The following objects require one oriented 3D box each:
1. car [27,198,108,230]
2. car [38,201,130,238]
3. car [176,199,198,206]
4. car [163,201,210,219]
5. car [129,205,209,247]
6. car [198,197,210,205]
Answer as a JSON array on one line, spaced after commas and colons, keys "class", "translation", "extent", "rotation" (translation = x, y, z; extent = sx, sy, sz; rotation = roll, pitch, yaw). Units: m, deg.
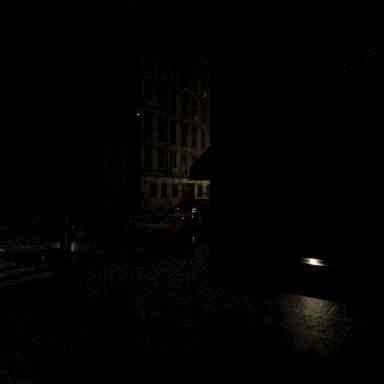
[{"class": "car", "translation": [-7.001, 1.282, 19.718], "extent": [2.192, 1.841, 5.009], "rotation": [0, 0, 36]}, {"class": "car", "translation": [-5.229, 1.457, 17.827], "extent": [1.882, 1.535, 5.008], "rotation": [0, 0, 34]}, {"class": "car", "translation": [0.605, 1.321, 25.996], "extent": [2.097, 1.767, 4.553], "rotation": [0, 0, 35]}, {"class": "car", "translation": [-0.402, 1.521, 28.961], "extent": [1.947, 1.339, 4.313], "rotation": [0, 0, 36]}, {"class": "car", "translation": [-0.378, 1.530, 15.185], "extent": [1.752, 1.417, 4.829], "rotation": [0, 0, 36]}, {"class": "car", "translation": [2.826, 1.314, 19.667], "extent": [2.192, 1.841, 5.009], "rotation": [0, 0, 36]}]
